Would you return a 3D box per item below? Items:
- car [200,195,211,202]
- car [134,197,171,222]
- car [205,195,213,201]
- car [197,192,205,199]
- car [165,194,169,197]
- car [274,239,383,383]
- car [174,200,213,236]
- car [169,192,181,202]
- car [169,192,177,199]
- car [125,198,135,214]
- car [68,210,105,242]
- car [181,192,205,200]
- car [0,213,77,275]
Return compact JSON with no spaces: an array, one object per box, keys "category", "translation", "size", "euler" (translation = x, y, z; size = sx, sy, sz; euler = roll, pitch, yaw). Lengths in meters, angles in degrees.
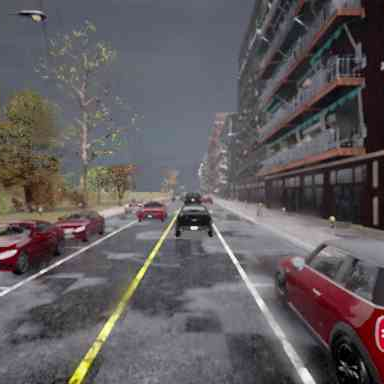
[{"category":"car","translation":[2.573,1.269,65.995],"size":[2.008,1.369,4.403],"euler":[1,0,0]},{"category":"car","translation":[-2.851,1.370,25.047],"size":[1.882,1.535,5.008],"euler":[0,0,0]},{"category":"car","translation":[2.573,1.347,54.905],"size":[1.802,1.307,4.206],"euler":[1,0,0]},{"category":"car","translation":[2.576,0.916,93.718],"size":[2.192,1.841,5.009],"euler":[1,0,0]},{"category":"car","translation":[-5.306,1.113,76.743],"size":[1.967,1.590,4.097],"euler":[1,0,0]},{"category":"car","translation":[2.574,1.418,5.001],"size":[1.967,1.590,4.097],"euler":[1,0,0]},{"category":"car","translation":[0.099,1.427,18.014],"size":[1.837,1.490,4.892],"euler":[0,0,0]},{"category":"car","translation":[-2.760,0.976,65.927],"size":[2.150,2.045,5.566],"euler":[0,1,0]},{"category":"car","translation":[-5.304,0.917,93.351],"size":[2.192,1.841,5.009],"euler":[1,0,0]},{"category":"car","translation":[-5.306,1.301,32.453],"size":[1.967,1.590,4.097],"euler":[1,0,0]},{"category":"car","translation":[-5.307,1.513,15.845],"size":[1.802,1.307,4.206],"euler":[1,0,0]},{"category":"car","translation":[0.099,1.046,40.323],"size":[2.150,2.045,5.566],"euler":[0,0,0]},{"category":"car","translation":[-5.307,1.537,10.309],"size":[1.802,1.307,4.206],"euler":[1,0,0]}]
